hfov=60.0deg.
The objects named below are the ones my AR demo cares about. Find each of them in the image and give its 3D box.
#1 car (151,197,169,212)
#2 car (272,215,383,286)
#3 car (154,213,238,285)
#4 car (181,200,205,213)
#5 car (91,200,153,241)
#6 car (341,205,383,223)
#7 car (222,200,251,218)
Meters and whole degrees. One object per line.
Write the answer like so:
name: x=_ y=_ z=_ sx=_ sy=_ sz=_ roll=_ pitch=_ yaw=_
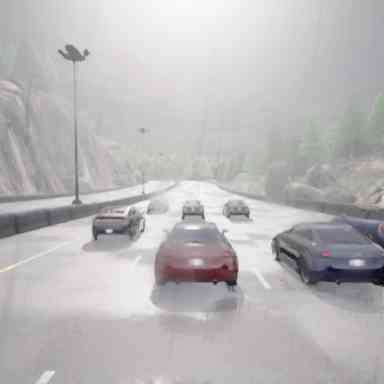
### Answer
car: x=-3.411 y=1.273 z=34.081 sx=1.812 sy=1.442 sz=4.674 roll=0 pitch=1 yaw=0
car: x=3.597 y=1.498 z=9.249 sx=1.994 sy=1.385 sz=4.181 roll=0 pitch=0 yaw=0
car: x=0.098 y=1.499 z=9.298 sx=1.994 sy=1.385 sz=4.181 roll=0 pitch=0 yaw=0
car: x=0.091 y=1.354 z=27.357 sx=2.033 sy=1.411 sz=5.357 roll=0 pitch=0 yaw=0
car: x=-3.405 y=1.379 z=16.097 sx=2.128 sy=1.511 sz=4.902 roll=0 pitch=0 yaw=0
car: x=7.096 y=1.260 z=12.986 sx=2.097 sy=1.767 sz=4.553 roll=0 pitch=0 yaw=0
car: x=3.591 y=1.351 z=27.585 sx=2.033 sy=1.411 sz=5.357 roll=0 pitch=0 yaw=0
